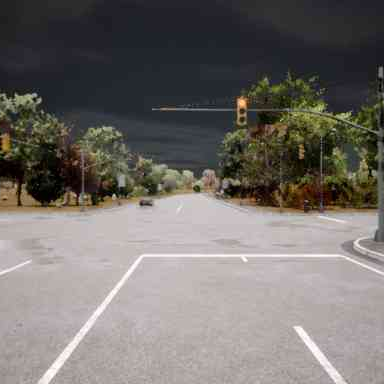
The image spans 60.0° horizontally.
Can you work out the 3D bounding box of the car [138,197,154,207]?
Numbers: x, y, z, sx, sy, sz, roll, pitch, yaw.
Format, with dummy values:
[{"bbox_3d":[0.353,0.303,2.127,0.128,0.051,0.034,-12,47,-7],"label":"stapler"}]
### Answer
[{"bbox_3d":[-7.001,1.543,51.516,2.033,1.411,5.357,0,0,0],"label":"car"}]
